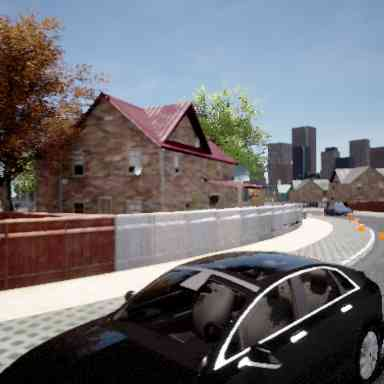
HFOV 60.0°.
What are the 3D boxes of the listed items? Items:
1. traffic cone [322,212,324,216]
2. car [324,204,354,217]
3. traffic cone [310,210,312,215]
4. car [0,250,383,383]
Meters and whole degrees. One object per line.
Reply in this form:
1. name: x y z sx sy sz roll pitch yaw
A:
1. traffic cone: 15.297 2.588 38.778 0.340 0.580 0.340 -1 -2 3
2. car: 17.550 2.196 40.027 2.033 1.411 5.357 -1 -2 3
3. traffic cone: 15.603 2.728 43.768 0.340 0.580 0.340 -1 -2 3
4. car: 0.453 1.533 3.716 4.892 1.490 1.837 -1 0 -41
